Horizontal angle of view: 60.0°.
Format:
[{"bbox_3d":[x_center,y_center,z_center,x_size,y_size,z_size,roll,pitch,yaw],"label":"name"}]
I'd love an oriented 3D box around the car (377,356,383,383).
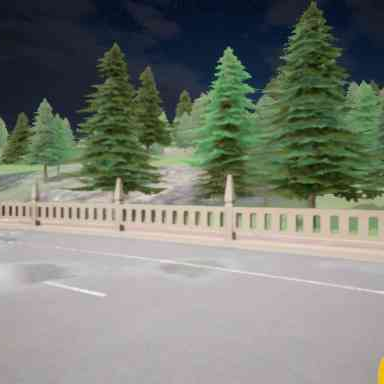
[{"bbox_3d":[3.556,1.468,1.308,5.008,1.535,1.882,0,0,36],"label":"car"}]
